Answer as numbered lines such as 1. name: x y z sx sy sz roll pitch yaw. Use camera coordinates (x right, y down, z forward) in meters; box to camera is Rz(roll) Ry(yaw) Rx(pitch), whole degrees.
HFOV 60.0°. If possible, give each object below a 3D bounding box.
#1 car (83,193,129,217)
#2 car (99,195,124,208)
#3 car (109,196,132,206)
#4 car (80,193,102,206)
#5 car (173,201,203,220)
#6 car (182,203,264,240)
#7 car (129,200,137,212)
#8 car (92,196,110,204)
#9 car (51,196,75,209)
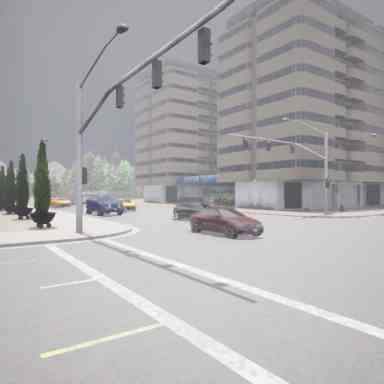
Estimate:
1. car: -8.493 1.223 32.092 2.150 2.045 5.566 0 0 -35
2. car: -12.116 1.352 49.930 2.097 1.767 4.553 0 0 -35
3. car: -12.167 1.491 56.138 2.128 1.511 4.902 0 0 -35
4. car: -17.660 1.221 57.903 2.150 2.045 5.566 0 0 -34
5. car: 0.319 1.505 25.540 1.837 1.490 4.892 0 0 -35
6. car: 1.648 1.525 17.489 1.812 1.442 4.674 0 0 -35
7. car: -7.904 1.477 37.379 1.882 1.535 5.008 0 0 -35
8. car: -17.475 1.505 63.776 1.837 1.490 4.892 0 0 -33
9. car: -18.119 1.477 45.973 1.882 1.535 5.008 0 0 -35
